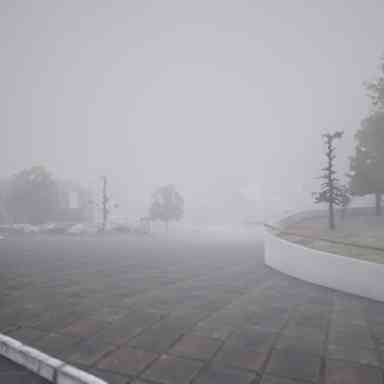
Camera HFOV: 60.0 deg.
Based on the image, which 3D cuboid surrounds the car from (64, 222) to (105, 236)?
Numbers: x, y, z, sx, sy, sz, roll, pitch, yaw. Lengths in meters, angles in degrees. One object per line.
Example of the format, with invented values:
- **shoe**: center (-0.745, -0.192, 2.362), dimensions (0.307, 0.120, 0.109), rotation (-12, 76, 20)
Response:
- **car**: center (-13.960, 4.978, 43.415), dimensions (1.812, 1.442, 4.674), rotation (-2, -6, 24)

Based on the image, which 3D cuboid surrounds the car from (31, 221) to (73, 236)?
- **car**: center (-18.127, 4.940, 43.556), dimensions (1.812, 1.442, 4.674), rotation (-2, -6, 24)

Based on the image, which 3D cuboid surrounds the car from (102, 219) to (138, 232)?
- **car**: center (-14.100, 6.888, 64.932), dimensions (5.566, 2.045, 2.435), rotation (-1, -6, 5)

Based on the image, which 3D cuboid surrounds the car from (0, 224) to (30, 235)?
- **car**: center (-24.104, 4.812, 43.016), dimensions (4.674, 1.452, 2.002), rotation (0, -6, 4)

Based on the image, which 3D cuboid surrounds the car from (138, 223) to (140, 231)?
- **car**: center (-12.825, 7.474, 67.638), dimensions (4.674, 1.452, 2.002), rotation (-1, -6, 5)

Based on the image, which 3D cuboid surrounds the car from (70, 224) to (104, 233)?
- **car**: center (-17.831, 6.253, 56.704), dimensions (4.892, 1.521, 2.231), rotation (-1, -6, 5)

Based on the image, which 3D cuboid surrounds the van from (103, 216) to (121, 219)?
- **van**: center (-22.060, 8.575, 91.384), dimensions (1.878, 1.987, 4.442), rotation (-1, 0, 10)

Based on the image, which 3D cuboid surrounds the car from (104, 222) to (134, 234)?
- **car**: center (-12.452, 6.257, 56.065), dimensions (2.128, 1.511, 4.902), rotation (-2, -6, 24)

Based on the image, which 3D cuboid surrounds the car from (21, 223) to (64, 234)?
- **car**: center (-21.790, 5.363, 48.515), dimensions (5.366, 1.575, 1.946), rotation (0, -6, 5)
